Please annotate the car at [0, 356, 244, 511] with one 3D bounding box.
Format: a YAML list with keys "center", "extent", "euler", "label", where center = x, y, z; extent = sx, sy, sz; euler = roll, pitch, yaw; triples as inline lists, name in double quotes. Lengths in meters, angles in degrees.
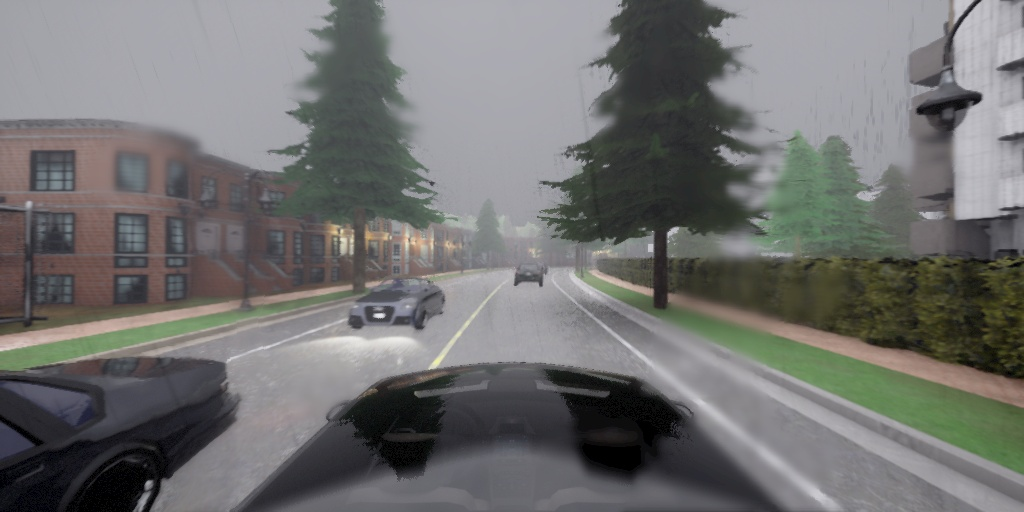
- center: [-3.562, 1.277, 1.111]
  extent: [2.033, 1.411, 5.357]
  euler: [0, 0, 0]
  label: "car"

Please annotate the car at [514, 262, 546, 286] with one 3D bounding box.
- center: [1.352, 1.290, 27.613]
  extent: [2.097, 1.767, 4.553]
  euler: [0, 0, 5]
  label: "car"

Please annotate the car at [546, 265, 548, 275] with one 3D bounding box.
- center: [3.665, 1.571, 46.079]
  extent: [2.128, 1.511, 4.902]
  euler: [0, 0, 9]
  label: "car"

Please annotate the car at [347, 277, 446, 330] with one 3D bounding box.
- center: [-3.384, 1.366, 11.281]
  extent: [1.994, 1.385, 4.181]
  euler: [0, 0, 2]
  label: "car"
